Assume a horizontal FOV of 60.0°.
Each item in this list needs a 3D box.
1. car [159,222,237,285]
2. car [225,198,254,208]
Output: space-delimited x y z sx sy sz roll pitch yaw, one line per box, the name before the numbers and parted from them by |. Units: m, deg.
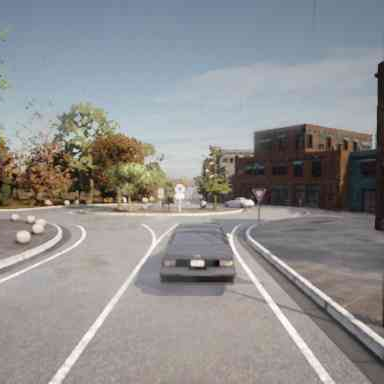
car | 0.194 1.584 9.652 2.033 1.411 5.357 0 0 2
car | 6.701 1.547 47.369 1.812 1.442 4.674 -1 0 -36
